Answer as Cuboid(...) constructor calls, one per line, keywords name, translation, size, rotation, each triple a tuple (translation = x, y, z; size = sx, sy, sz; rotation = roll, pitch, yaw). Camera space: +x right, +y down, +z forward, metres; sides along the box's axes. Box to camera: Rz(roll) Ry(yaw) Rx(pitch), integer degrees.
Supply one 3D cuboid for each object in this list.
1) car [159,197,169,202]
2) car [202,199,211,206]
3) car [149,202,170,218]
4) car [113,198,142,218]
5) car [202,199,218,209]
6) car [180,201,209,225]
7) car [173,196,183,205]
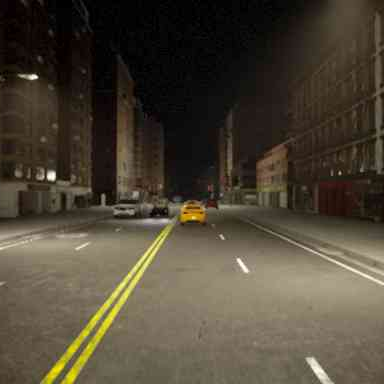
Cuboid(name="car", translation=(-6.501, 1.993, 76.958), size=(2.097, 1.767, 4.553), rotation=(0, -1, 0))
Cuboid(name="car", translation=(3.250, 2.303, 75.314), size=(1.882, 1.535, 5.008), rotation=(0, -1, 0))
Cuboid(name="car", translation=(-3.346, 1.989, 35.122), size=(1.895, 1.301, 4.718), rotation=(0, -1, 0))
Cuboid(name="car", translation=(-6.597, 1.605, 34.752), size=(2.150, 2.045, 5.566), rotation=(0, -1, 0))
Cuboid(name="car", translation=(3.349, 1.985, 57.730), size=(2.097, 1.767, 4.553), rotation=(0, -1, 0))
Cuboid(name="car", translation=(0.099, 1.778, 27.179), size=(1.882, 1.535, 5.008), rotation=(0, -1, 0))
Cuboid(name="car", translation=(-3.251, 1.863, 76.899), size=(2.150, 2.045, 5.566), rotation=(0, -1, 0))
